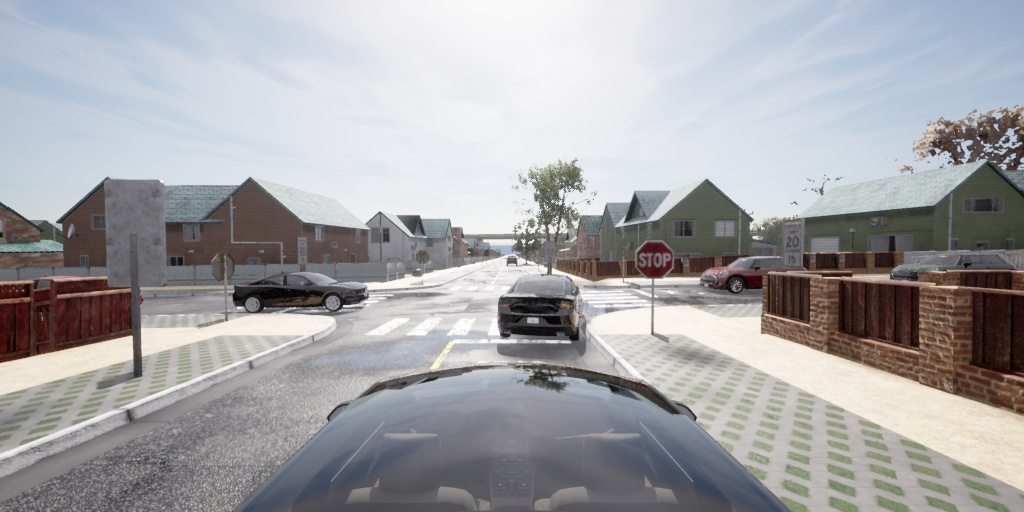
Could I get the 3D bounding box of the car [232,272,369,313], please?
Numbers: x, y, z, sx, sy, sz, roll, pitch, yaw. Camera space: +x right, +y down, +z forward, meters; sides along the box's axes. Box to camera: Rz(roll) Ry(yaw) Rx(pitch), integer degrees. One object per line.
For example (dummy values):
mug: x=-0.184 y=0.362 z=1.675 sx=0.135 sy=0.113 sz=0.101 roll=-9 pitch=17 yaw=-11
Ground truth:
car: x=-8.465 y=1.377 z=14.590 sx=5.008 sy=1.535 sz=1.882 roll=-1 pitch=2 yaw=0

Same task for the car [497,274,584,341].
car: x=0.960 y=1.225 z=10.061 sx=1.882 sy=1.535 sz=5.008 roll=0 pitch=0 yaw=12

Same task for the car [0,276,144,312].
car: x=-18.018 y=1.547 z=14.529 sx=5.008 sy=1.535 sz=1.882 roll=-1 pitch=2 yaw=0

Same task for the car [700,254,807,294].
car: x=11.810 y=0.821 z=17.668 sx=4.553 sy=1.767 sz=2.097 roll=-1 pitch=2 yaw=0

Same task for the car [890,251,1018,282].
car: x=21.705 y=0.646 z=17.737 sx=4.553 sy=1.767 sz=2.097 roll=-1 pitch=2 yaw=0
